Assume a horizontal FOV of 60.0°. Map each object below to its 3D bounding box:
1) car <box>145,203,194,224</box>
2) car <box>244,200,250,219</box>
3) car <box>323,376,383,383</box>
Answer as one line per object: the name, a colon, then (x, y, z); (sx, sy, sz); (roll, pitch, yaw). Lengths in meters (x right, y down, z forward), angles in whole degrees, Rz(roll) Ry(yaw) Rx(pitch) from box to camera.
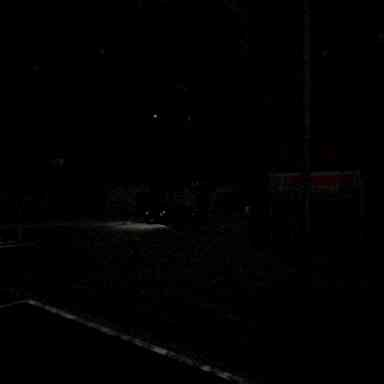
car: (-1.835, 1.712, 27.912); (2.097, 1.767, 4.553); (0, -1, 36)
car: (7.688, 1.911, 36.124); (2.150, 2.045, 5.566); (0, -1, 36)
car: (2.436, 1.567, 1.082); (4.403, 1.369, 2.008); (1, 0, 35)
